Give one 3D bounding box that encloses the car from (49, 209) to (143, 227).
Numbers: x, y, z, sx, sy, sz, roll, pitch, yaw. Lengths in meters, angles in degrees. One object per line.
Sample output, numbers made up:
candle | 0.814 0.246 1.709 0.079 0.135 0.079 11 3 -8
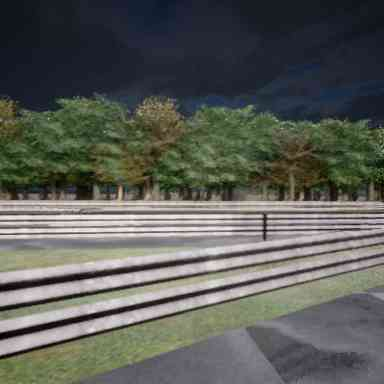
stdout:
car | -5.044 1.560 18.056 4.718 1.301 1.895 0 0 -10
